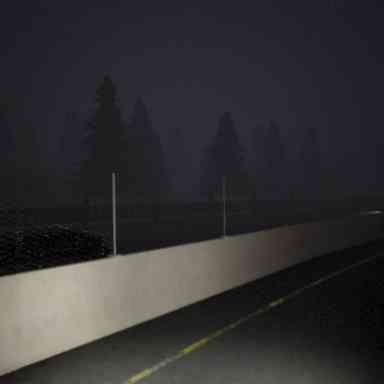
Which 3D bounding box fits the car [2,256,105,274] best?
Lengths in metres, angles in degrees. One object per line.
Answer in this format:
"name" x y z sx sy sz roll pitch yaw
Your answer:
"car" -4.288 1.631 7.879 1.837 1.490 4.892 -2 -1 41
